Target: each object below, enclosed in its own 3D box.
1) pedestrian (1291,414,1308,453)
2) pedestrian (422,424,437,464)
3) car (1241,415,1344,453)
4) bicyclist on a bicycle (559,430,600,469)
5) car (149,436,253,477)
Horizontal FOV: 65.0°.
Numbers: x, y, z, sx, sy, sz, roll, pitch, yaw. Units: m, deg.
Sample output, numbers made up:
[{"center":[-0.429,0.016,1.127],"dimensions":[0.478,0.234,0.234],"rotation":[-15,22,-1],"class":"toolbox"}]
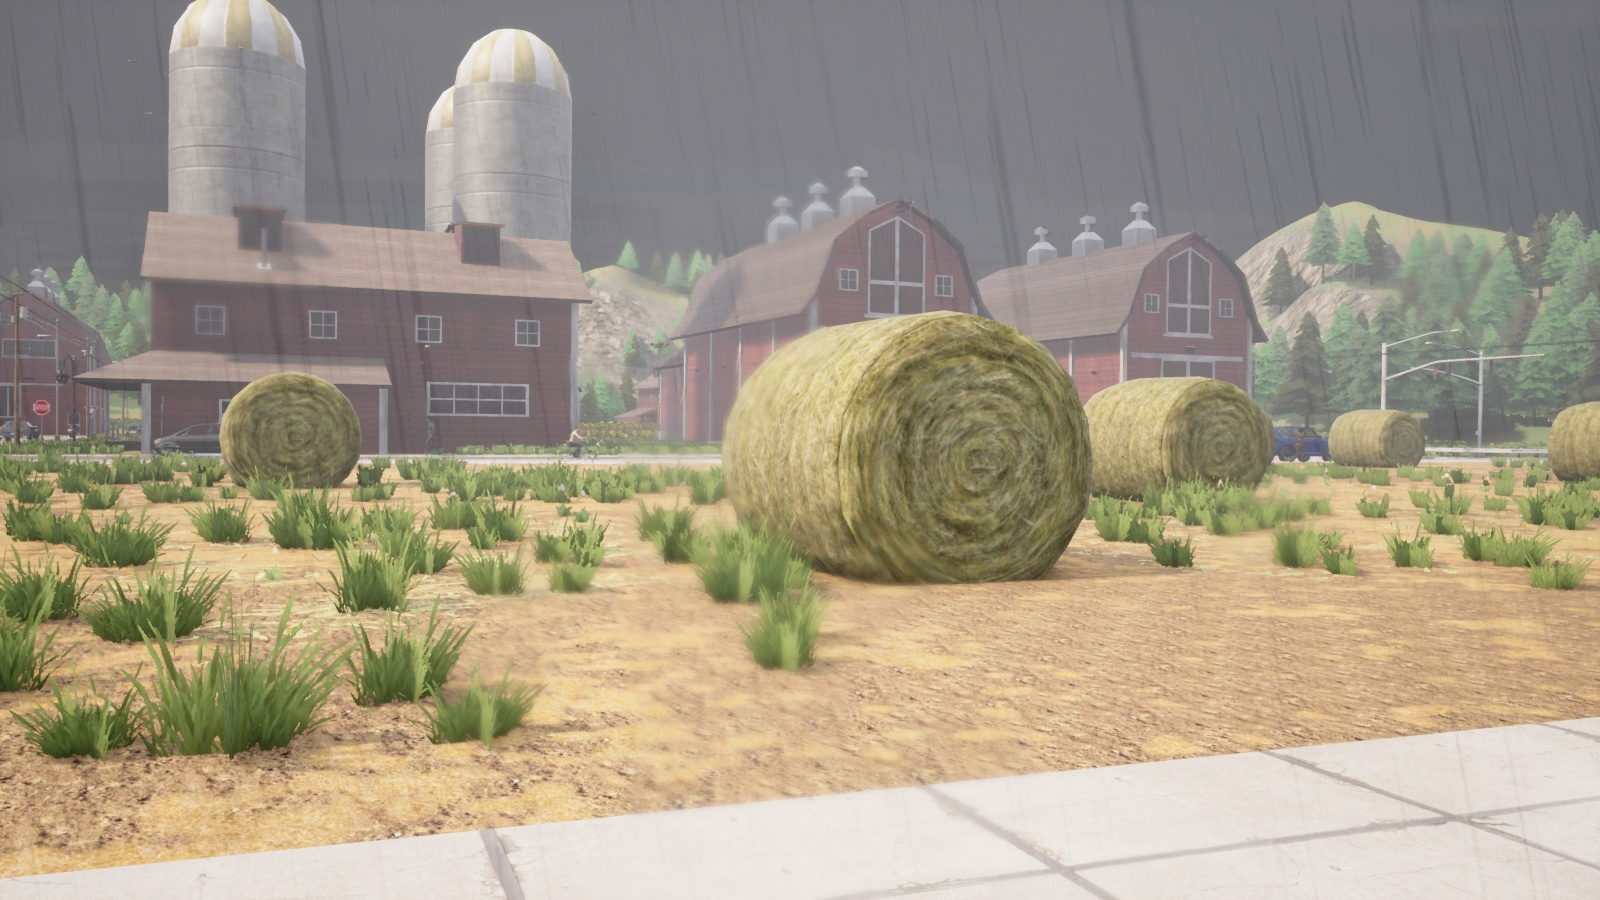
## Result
[{"center":[25.045,-0.832,62.962],"dimensions":[0.692,1.930,0.395],"rotation":[-1,1,-10],"class":"pedestrian"},{"center":[-17.190,-0.294,58.262],"dimensions":[0.614,1.847,0.353],"rotation":[-1,1,-19],"class":"pedestrian"},{"center":[27.680,-0.921,70.506],"dimensions":[5.566,2.045,2.150],"rotation":[-1,1,-25],"class":"car"},{"center":[-9.377,-0.026,53.452],"dimensions":[1.509,1.612,0.866],"rotation":[-1,1,-24],"class":"bicyclist on a bicycle"},{"center":[-24.054,0.222,50.541],"dimensions":[3.705,1.549,1.789],"rotation":[-1,1,-25],"class":"car"}]
